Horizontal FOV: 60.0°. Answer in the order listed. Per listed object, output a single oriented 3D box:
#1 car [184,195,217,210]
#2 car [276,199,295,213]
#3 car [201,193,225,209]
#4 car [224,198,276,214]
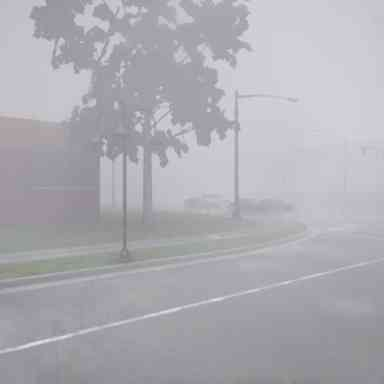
[{"bbox_3d":[0.748,1.488,42.985,1.837,1.490,4.892,0,0,-33],"label":"car"},{"bbox_3d":[9.086,1.488,36.801,1.837,1.490,4.892,0,0,-34],"label":"car"},{"bbox_3d":[3.124,1.201,45.743,2.150,2.045,5.566,0,0,-34],"label":"car"},{"bbox_3d":[6.015,1.463,35.097,1.882,1.535,5.008,0,0,-34],"label":"car"}]
